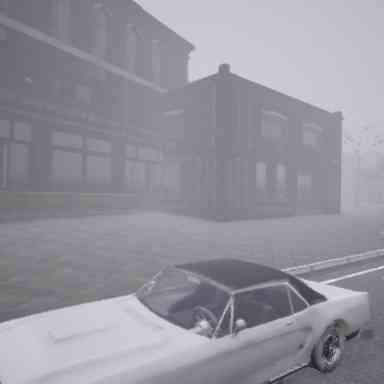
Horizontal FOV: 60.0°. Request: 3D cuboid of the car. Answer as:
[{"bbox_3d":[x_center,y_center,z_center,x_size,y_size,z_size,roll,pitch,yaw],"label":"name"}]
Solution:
[{"bbox_3d":[0.130,1.615,4.100,4.718,1.301,1.895,0,0,-36],"label":"car"}]
